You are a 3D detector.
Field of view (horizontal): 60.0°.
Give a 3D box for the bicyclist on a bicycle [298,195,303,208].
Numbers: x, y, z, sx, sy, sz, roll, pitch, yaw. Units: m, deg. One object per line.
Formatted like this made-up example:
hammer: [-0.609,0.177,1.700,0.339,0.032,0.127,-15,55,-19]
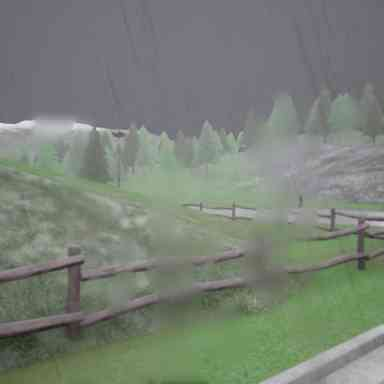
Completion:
bicyclist on a bicycle: [14.321,1.268,43.832,0.582,1.620,1.656,0,0,34]
